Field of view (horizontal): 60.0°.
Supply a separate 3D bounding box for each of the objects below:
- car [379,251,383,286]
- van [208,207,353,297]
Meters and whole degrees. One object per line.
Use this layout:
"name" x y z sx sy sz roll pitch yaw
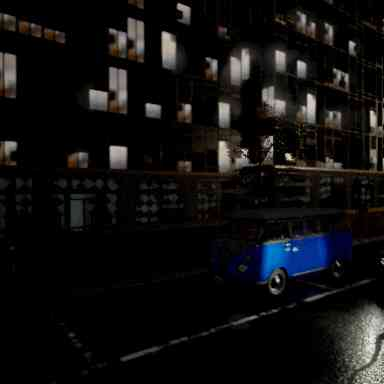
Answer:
"car" 6.279 1.406 7.738 5.008 1.535 1.882 0 0 -36
"van" 2.270 1.293 8.180 3.998 1.788 1.690 -1 0 -36
